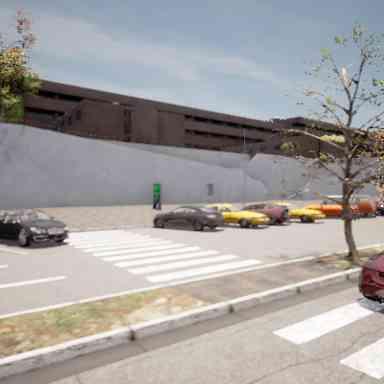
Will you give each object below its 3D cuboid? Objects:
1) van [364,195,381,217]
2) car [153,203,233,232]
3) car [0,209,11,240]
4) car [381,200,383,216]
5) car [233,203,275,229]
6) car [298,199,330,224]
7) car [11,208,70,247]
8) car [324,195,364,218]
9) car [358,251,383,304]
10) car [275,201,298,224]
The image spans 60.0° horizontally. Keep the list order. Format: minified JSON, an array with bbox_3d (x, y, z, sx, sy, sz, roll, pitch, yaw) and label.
[{"bbox_3d":[14.448,1.275,30.469,4.442,1.987,1.878,-1,-1,35],"label":"van"},{"bbox_3d":[-0.234,1.522,20.138,4.674,1.452,2.002,-1,-1,35],"label":"car"},{"bbox_3d":[-9.981,1.243,13.238,5.566,2.045,2.435,-1,0,35],"label":"car"},{"bbox_3d":[16.779,1.534,32.252,4.674,1.452,2.002,-1,0,35],"label":"car"},{"bbox_3d":[2.348,1.479,21.769,5.366,1.575,1.946,-1,-1,35],"label":"car"},{"bbox_3d":[7.208,1.491,25.230,5.366,1.575,1.946,-1,-1,35],"label":"car"},{"bbox_3d":[-7.524,1.489,14.964,4.892,1.521,2.231,-1,-1,34],"label":"car"},{"bbox_3d":[11.937,1.377,28.777,4.553,1.767,2.185,-1,-1,35],"label":"car"},{"bbox_3d":[5.388,1.553,7.013,4.181,1.385,1.994,0,0,-35],"label":"car"},{"bbox_3d":[4.598,1.520,23.616,4.792,1.488,2.163,-1,-1,35],"label":"car"}]
